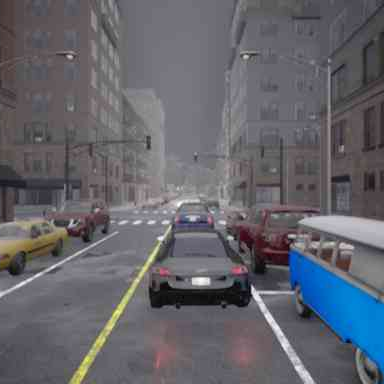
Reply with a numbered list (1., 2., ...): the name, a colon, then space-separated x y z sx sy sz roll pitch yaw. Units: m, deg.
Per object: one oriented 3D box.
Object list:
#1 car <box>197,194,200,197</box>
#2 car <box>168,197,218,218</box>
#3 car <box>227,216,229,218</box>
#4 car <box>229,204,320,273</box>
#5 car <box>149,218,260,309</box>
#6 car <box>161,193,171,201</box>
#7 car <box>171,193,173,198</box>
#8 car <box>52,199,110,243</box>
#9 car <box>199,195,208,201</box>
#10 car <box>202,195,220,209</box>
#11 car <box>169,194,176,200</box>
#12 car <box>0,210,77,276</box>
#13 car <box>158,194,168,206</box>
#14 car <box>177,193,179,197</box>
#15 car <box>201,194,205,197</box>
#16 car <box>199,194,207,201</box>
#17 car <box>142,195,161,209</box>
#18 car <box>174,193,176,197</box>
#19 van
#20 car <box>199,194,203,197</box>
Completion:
1. car: 2.653 1.407 70.609 2.008 1.369 4.403 0 0 0
2. car: 0.053 1.315 17.959 2.097 1.767 4.553 0 0 0
3. car: 2.641 1.548 16.191 1.802 1.307 4.206 0 0 0
4. car: 2.640 1.293 10.511 2.192 1.841 5.009 0 0 0
5. car: 0.100 1.548 7.903 1.994 1.385 4.181 0 0 -2
6. car: -5.397 1.193 59.646 2.192 1.841 5.009 0 0 0
7. car: -5.394 1.307 65.128 1.967 1.590 4.097 0 0 0
8. car: -5.397 1.281 16.193 2.192 1.841 5.009 0 0 0
9. car: 2.654 1.396 76.091 2.008 1.369 4.403 0 0 0
10. car: 2.647 1.461 43.199 2.008 1.369 4.403 0 0 0
11. car: -5.378 1.339 92.369 1.752 1.417 4.829 0 0 0
12. car: -5.397 1.504 10.344 1.752 1.417 4.829 0 0 0
13. car: -5.400 1.414 53.994 1.752 1.417 4.829 0 0 0
14. car: -5.381 1.139 87.056 2.192 1.841 5.009 0 0 0
15. car: 2.648 1.444 48.681 1.887 1.381 4.507 0 0 0
16. car: 2.655 1.275 81.573 1.967 1.590 4.097 0 0 0
17. car: -5.406 1.436 43.031 1.752 1.417 4.829 0 0 0
18. car: -5.388 1.396 76.093 2.008 1.369 4.403 0 0 0
19. van: 2.639 1.331 4.833 1.690 1.788 3.998 0 0 0
20. car: 2.649 1.439 54.163 2.008 1.369 4.403 0 0 0
